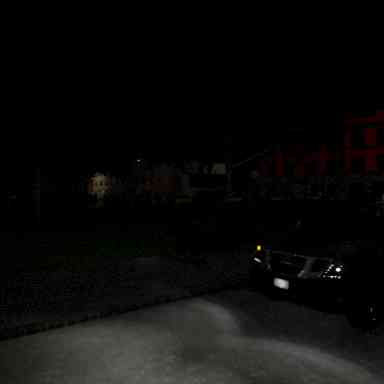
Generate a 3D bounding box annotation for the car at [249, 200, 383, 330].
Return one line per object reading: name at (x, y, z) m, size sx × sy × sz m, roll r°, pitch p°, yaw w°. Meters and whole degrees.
car at (3.772, 1.211, 7.269) m, size 5.566 × 2.045 × 2.150 m, roll 0°, pitch 0°, yaw -35°
